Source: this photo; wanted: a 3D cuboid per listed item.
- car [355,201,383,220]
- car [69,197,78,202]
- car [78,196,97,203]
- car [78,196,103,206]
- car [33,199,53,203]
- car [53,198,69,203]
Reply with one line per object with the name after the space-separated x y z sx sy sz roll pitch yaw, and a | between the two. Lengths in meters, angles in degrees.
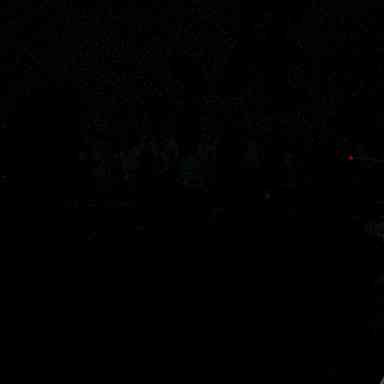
15.657 1.562 28.252 1.837 1.490 4.892 0 0 3 | car
-26.175 1.694 72.886 4.718 1.301 1.895 0 0 41 | car
-23.781 1.604 75.441 4.892 1.490 1.837 0 0 41 | car
-16.419 1.579 55.118 4.892 1.490 1.837 -1 -1 41 | car
-30.942 1.442 67.758 4.553 1.767 2.097 0 0 41 | car
-28.508 1.645 70.277 4.181 1.385 1.994 0 0 41 | car
